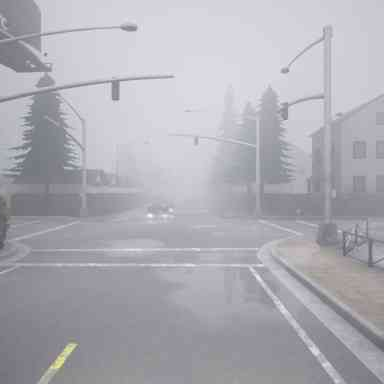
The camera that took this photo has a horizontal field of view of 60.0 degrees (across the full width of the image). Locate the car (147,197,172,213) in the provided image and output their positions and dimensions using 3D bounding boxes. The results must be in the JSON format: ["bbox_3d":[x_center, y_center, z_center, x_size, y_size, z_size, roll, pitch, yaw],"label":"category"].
[{"bbox_3d":[-3.645,1.351,36.357,2.097,1.767,4.553,0,0,0],"label":"car"}]

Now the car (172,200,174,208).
[{"bbox_3d":[-3.650,1.525,47.907,1.812,1.442,4.674,0,0,0],"label":"car"}]

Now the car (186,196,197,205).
[{"bbox_3d":[-0.086,1.491,59.322,2.128,1.511,4.902,0,0,0],"label":"car"}]
